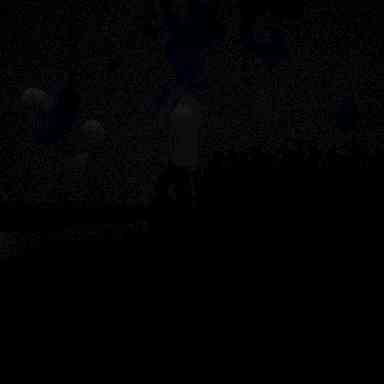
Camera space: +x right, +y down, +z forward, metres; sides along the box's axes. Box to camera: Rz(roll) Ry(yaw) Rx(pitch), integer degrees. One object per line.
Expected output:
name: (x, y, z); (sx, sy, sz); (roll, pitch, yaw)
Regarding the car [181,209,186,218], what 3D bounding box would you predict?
car: (0.705, 1.612, 30.489); (1.882, 1.535, 5.008); (1, 0, 36)
